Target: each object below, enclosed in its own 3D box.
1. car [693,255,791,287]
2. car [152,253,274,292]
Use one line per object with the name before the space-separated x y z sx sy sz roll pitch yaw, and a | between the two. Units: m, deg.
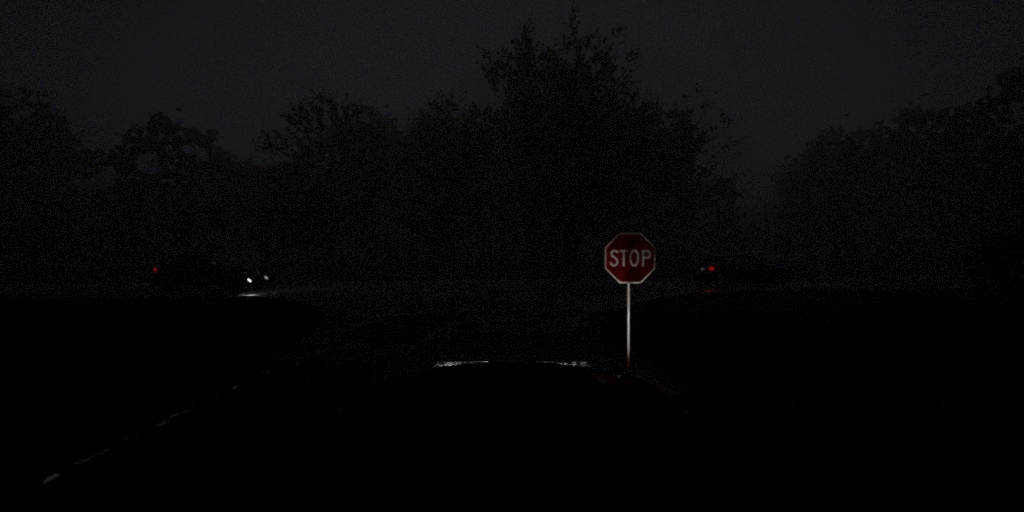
car | 12.604 0.711 19.746 4.553 1.767 2.097 -1 0 0
car | -16.226 0.856 19.607 5.566 2.045 2.150 -1 0 0
